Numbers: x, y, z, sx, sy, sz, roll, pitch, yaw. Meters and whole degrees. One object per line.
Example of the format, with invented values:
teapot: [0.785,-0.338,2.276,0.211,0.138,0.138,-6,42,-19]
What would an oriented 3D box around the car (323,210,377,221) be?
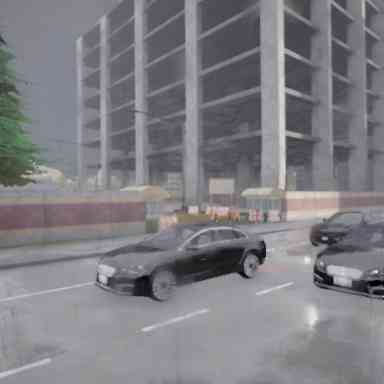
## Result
car: [7.176,1.580,14.874,5.008,1.535,1.882,0,-1,-41]

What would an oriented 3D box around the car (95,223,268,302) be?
car: [-0.037,1.597,8.700,4.902,1.511,2.128,0,-1,-40]

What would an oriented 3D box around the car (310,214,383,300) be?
car: [4.895,1.543,8.315,4.902,1.511,2.128,0,-1,-41]
